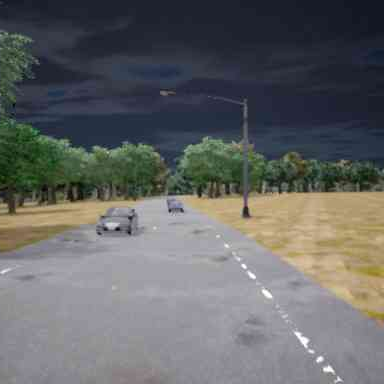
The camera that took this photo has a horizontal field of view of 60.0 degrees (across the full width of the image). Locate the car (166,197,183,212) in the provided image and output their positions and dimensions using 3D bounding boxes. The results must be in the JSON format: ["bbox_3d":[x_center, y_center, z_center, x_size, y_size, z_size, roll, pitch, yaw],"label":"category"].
[{"bbox_3d":[-2.075,1.733,41.782,2.033,1.411,5.357,0,0,-5],"label":"car"}]

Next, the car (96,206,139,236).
[{"bbox_3d":[-4.134,1.564,19.088,2.128,1.511,4.902,0,0,-3],"label":"car"}]

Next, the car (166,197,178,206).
[{"bbox_3d":[-3.898,1.736,63.288,2.128,1.511,4.902,0,0,-5],"label":"car"}]
